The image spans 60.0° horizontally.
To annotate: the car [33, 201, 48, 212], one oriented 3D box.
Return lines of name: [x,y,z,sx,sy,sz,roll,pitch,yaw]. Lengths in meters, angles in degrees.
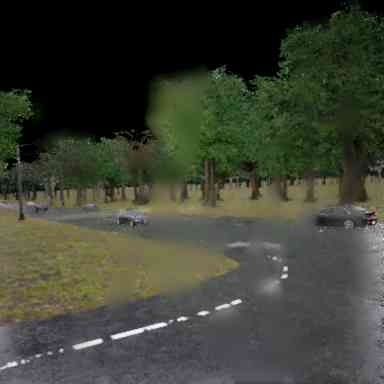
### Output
car: [-32.194,3.095,71.252,2.150,2.045,5.566,-3,1,-28]

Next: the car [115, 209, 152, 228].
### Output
car: [-5.420,2.346,30.424,1.837,1.490,4.892,-3,0,-36]

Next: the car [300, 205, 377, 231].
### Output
car: [9.417,1.640,21.844,1.837,1.490,4.892,-4,1,-36]

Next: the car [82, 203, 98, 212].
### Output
car: [-18.516,2.811,60.504,1.812,1.442,4.674,-3,1,-36]
